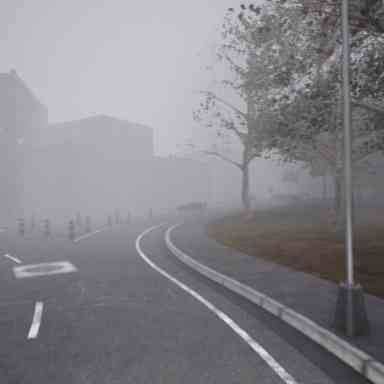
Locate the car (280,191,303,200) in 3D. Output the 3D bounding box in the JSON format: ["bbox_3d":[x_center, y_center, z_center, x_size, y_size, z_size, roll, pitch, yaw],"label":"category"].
[{"bbox_3d":[20.128,0.864,67.017,2.033,1.411,5.357,-1,1,33],"label":"car"}]

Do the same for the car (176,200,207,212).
[{"bbox_3d":[-0.016,1.739,41.734,1.895,1.301,4.718,-1,1,33],"label":"car"}]

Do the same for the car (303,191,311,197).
[{"bbox_3d":[25.759,0.481,75.783,1.994,1.385,4.181,-1,0,33],"label":"car"}]

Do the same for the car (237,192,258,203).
[{"bbox_3d":[9.389,0.876,56.396,2.097,1.767,4.553,-1,2,33],"label":"car"}]

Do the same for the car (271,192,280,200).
[{"bbox_3d":[17.807,0.868,69.419,1.837,1.490,4.892,-1,1,33],"label":"car"}]
